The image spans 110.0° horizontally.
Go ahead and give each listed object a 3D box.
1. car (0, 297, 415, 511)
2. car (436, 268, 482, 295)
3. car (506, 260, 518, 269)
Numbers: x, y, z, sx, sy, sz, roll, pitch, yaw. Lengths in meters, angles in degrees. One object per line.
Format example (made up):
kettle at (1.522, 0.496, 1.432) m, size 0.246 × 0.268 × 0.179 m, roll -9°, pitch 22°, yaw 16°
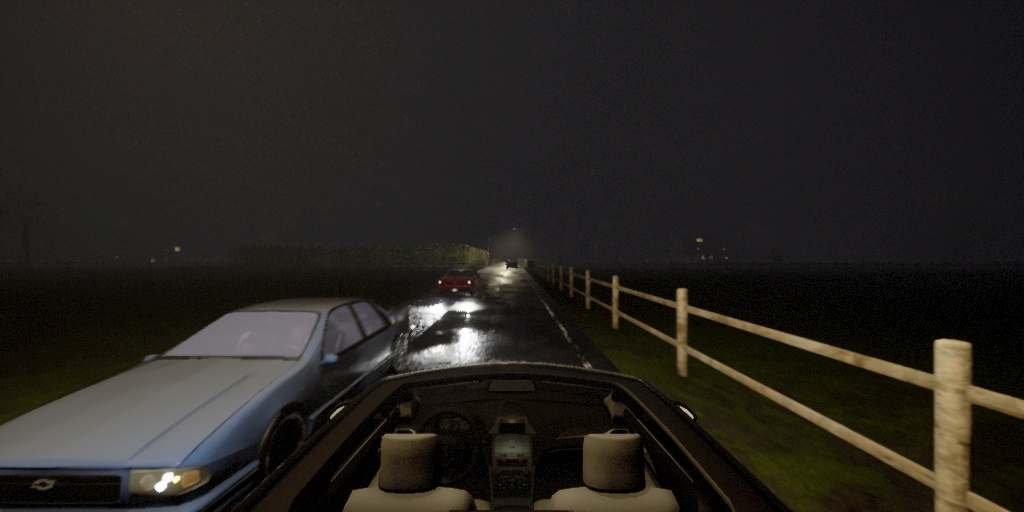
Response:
car at (-2.811, 1.297, 4.750) m, size 2.033 × 1.411 × 5.357 m, roll 0°, pitch 0°, yaw 0°
car at (-2.780, 1.351, 19.636) m, size 1.895 × 1.301 × 4.718 m, roll 0°, pitch 0°, yaw 1°
car at (0.002, 1.302, 56.678) m, size 2.128 × 1.511 × 4.902 m, roll 0°, pitch 0°, yaw 0°
